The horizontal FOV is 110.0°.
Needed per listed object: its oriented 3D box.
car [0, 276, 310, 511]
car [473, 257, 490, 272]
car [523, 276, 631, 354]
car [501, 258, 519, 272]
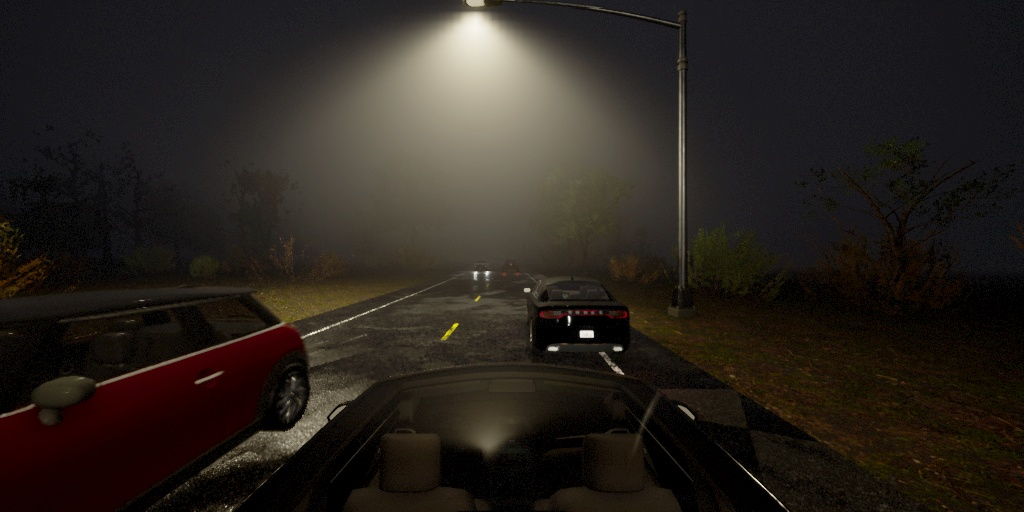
[{"bbox_3d":[-3.582,1.102,2.539,2.097,1.767,4.553,0,0,1],"label":"car"},{"bbox_3d":[-3.935,1.217,46.390,1.837,1.490,4.892,0,0,-2],"label":"car"},{"bbox_3d":[1.339,1.226,8.793,1.882,1.535,5.008,0,0,1],"label":"car"},{"bbox_3d":[-0.220,1.064,45.556,2.097,1.767,4.553,0,0,-2],"label":"car"}]
